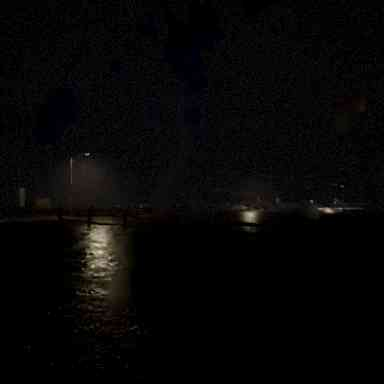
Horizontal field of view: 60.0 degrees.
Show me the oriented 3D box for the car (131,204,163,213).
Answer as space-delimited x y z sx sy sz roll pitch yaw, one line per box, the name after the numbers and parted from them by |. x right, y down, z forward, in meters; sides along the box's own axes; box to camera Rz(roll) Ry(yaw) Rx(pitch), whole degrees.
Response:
-6.491 2.474 48.885 2.033 1.411 5.357 -1 -2 36 | car
